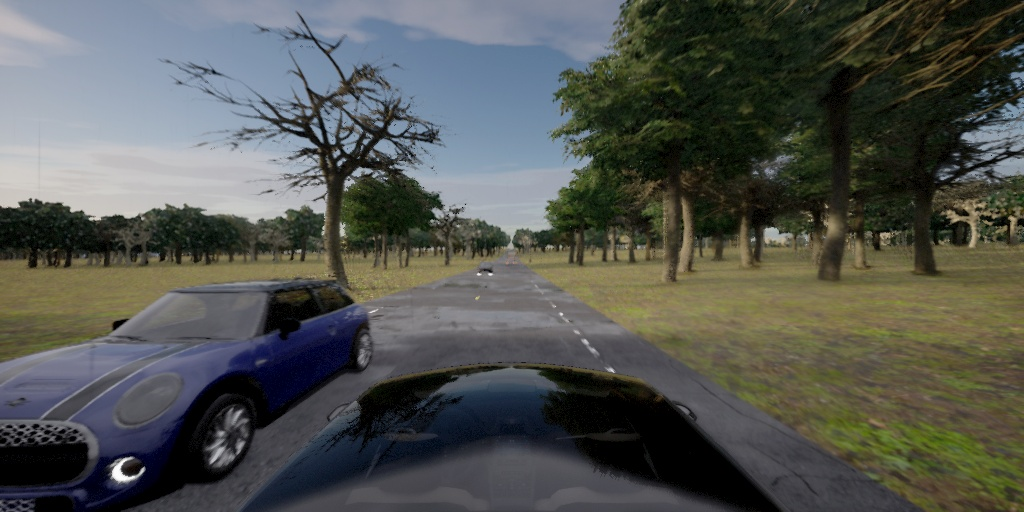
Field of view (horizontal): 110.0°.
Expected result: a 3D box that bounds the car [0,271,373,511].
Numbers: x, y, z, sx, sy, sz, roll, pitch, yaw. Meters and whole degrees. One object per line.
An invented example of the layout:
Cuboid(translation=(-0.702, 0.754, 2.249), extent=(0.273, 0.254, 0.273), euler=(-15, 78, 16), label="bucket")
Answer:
Cuboid(translation=(-3.599, 1.126, 4.658), extent=(2.097, 1.767, 4.553), euler=(0, 0, 0), label="car")

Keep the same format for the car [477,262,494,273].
Cuboid(translation=(-3.563, 1.548, 48.416), extent=(1.837, 1.490, 4.892), euler=(0, -1, 0), label="car")
